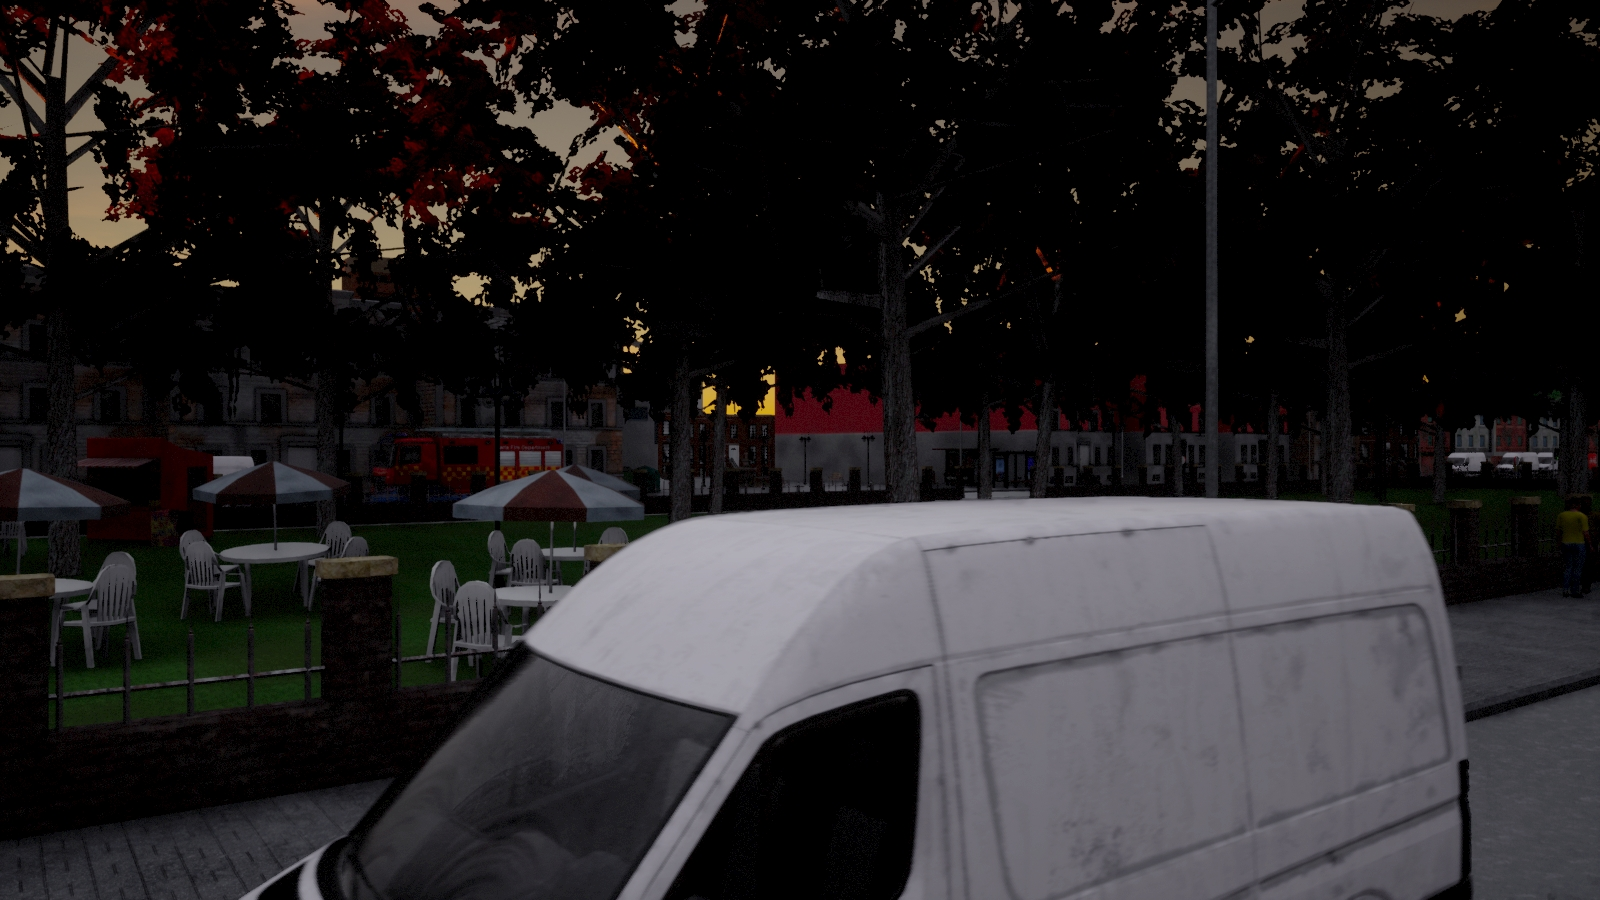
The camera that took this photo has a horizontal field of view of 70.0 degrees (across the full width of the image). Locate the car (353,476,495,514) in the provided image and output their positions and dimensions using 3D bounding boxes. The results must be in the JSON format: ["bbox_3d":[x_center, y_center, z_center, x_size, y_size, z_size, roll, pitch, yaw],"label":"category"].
[{"bbox_3d":[-15.947,1.886,48.588,5.357,1.411,2.033,0,0,-35],"label":"car"}]

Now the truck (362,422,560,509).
[{"bbox_3d":[-15.884,0.671,53.854,8.468,3.827,2.891,0,0,-35],"label":"truck"}]

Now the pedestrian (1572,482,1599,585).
[{"bbox_3d":[14.510,1.525,21.074,0.375,1.860,0.375,0,0,-42],"label":"pedestrian"}]

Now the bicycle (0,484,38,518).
[{"bbox_3d":[-30.089,1.940,43.427,1.835,1.271,0.329,0,0,-36],"label":"bicycle"}]

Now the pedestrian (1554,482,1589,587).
[{"bbox_3d":[13.982,1.526,20.714,0.375,1.860,0.375,0,0,-23],"label":"pedestrian"}]

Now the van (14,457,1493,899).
[{"bbox_3d":[0.396,1.315,4.672,5.915,2.561,1.988,0,0,-35],"label":"van"}]
